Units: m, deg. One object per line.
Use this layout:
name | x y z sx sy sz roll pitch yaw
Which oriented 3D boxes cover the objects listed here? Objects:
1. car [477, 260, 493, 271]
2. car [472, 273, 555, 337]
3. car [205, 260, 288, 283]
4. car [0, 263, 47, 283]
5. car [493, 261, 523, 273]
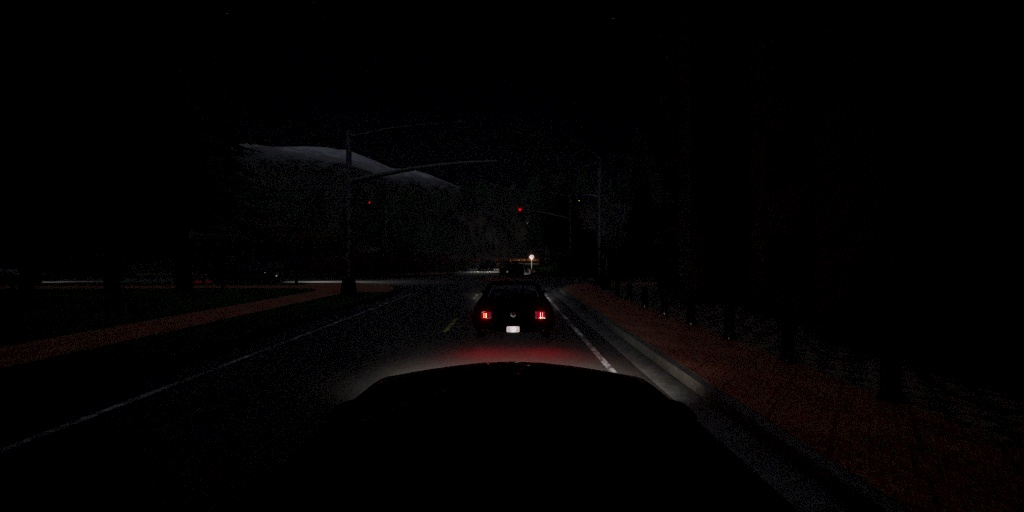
car | -3.691 1.228 49.830 1.882 1.535 5.008 0 0 0
car | 0.042 1.351 10.230 1.895 1.301 4.718 0 0 0
car | -20.241 1.227 27.022 4.902 1.511 2.128 0 0 -1
car | -37.710 1.261 26.584 4.674 1.442 1.812 0 0 -2
car | -0.046 1.243 35.761 2.128 1.511 4.902 1 0 9
